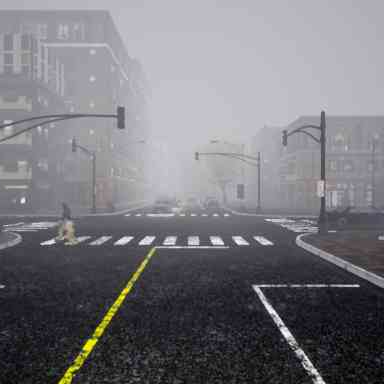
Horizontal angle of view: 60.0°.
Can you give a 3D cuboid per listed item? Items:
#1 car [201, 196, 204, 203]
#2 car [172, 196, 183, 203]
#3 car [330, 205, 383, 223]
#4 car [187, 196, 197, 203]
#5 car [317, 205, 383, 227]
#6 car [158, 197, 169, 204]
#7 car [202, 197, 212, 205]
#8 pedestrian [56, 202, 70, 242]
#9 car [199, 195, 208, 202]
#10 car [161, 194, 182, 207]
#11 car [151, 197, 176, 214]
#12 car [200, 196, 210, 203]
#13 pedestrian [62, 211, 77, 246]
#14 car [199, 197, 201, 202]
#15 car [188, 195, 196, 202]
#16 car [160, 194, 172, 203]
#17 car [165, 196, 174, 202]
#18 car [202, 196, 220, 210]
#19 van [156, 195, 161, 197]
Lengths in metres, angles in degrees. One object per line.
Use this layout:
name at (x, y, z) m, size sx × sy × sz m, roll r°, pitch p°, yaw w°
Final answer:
car at (2.695, 1.478, 49.188) m, size 1.967 × 1.590 × 4.097 m, roll 0°, pitch 0°, yaw 0°
car at (-2.993, 1.569, 69.510) m, size 2.128 × 1.511 × 4.902 m, roll 0°, pitch 0°, yaw 0°
car at (13.475, 1.668, 25.777) m, size 4.718 × 1.301 × 1.895 m, roll 0°, pitch 0°, yaw 0°
car at (0.008, 1.625, 70.673) m, size 1.994 × 1.385 × 4.181 m, roll 0°, pitch 0°, yaw 0°
car at (11.200, 1.660, 22.584) m, size 4.718 × 1.301 × 1.895 m, roll 0°, pitch 0°, yaw 0°
car at (-5.685, 1.651, 66.280) m, size 1.802 × 1.307 × 4.206 m, roll 0°, pitch 0°, yaw 0°
car at (2.695, 1.640, 60.581) m, size 1.802 × 1.307 × 4.206 m, roll 0°, pitch 0°, yaw 0°
pedestrian at (-5.559, 1.294, 14.550) m, size 0.375 × 1.860 × 0.375 m, roll 0°, pitch 0°, yaw 0°
car at (2.697, 1.536, 77.672) m, size 1.967 × 1.590 × 4.097 m, roll 0°, pitch 0°, yaw 0°
car at (-3.090, 1.528, 50.158) m, size 2.128 × 1.511 × 4.902 m, roll 0°, pitch 0°, yaw 0°
car at (-3.167, 1.564, 35.779) m, size 2.033 × 1.411 × 5.357 m, roll 0°, pitch 0°, yaw 1°
car at (2.697, 1.633, 71.975) m, size 2.008 × 1.369 × 4.403 m, roll 0°, pitch 0°, yaw 0°
pedestrian at (-5.081, 1.574, 13.952) m, size 0.375 × 1.300 × 0.375 m, roll 0°, pitch 0°, yaw 0°
car at (2.695, 1.488, 54.884) m, size 1.967 × 1.590 × 4.097 m, roll 0°, pitch 0°, yaw 0°
car at (0.009, 1.556, 80.680) m, size 2.033 × 1.411 × 5.357 m, roll 0°, pitch 0°, yaw 0°
car at (-5.685, 1.397, 71.977) m, size 2.192 × 1.841 × 5.009 m, roll 0°, pitch 0°, yaw 0°
car at (-5.683, 1.663, 83.370) m, size 2.008 × 1.369 × 4.403 m, roll 0°, pitch 0°, yaw 0°
car at (2.694, 1.580, 43.490) m, size 2.008 × 1.369 × 4.403 m, roll 0°, pitch 0°, yaw 0°
van at (-5.686, 1.399, 60.584) m, size 1.690 × 1.788 × 3.998 m, roll 0°, pitch 0°, yaw 0°
